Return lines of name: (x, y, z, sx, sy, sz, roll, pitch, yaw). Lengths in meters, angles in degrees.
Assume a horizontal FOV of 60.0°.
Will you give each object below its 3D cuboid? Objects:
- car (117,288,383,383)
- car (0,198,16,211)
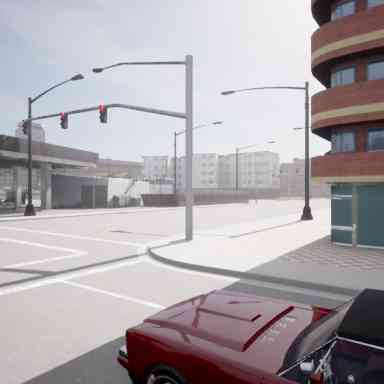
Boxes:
car: (1.551, 1.601, 2.867, 4.718, 1.301, 1.895, 0, 0, 36)
car: (-22.300, 1.456, 38.828, 3.806, 1.475, 1.970, 0, 0, 36)
